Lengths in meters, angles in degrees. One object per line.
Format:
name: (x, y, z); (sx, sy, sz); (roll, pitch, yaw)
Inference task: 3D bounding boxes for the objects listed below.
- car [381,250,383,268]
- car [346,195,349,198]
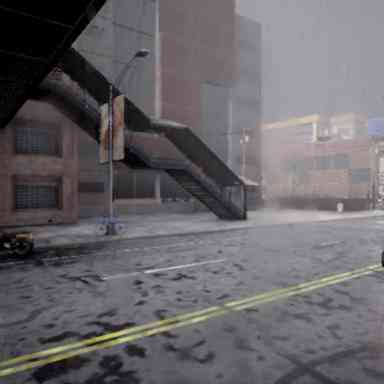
car: (6.917, 1.586, 8.555); (4.718, 1.301, 1.895); (0, 0, -35)
car: (36.085, 1.315, 74.666); (4.674, 1.452, 2.002); (0, 0, -36)
